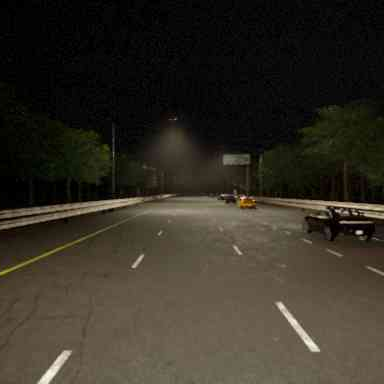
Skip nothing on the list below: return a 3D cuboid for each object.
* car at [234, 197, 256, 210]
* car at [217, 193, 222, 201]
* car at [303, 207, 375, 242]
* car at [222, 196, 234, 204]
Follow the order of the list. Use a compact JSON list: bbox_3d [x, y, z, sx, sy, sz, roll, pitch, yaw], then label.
[{"bbox_3d":[7.098,1.497,43.486,1.882,1.535,5.008,0,0,0],"label":"car"},{"bbox_3d":[7.360,1.565,83.668,1.895,1.301,4.718,0,0,0],"label":"car"},{"bbox_3d":[7.013,1.494,16.355,2.128,1.511,4.902,0,0,0],"label":"car"},{"bbox_3d":[7.206,1.504,62.585,1.837,1.490,4.892,0,0,0],"label":"car"}]
